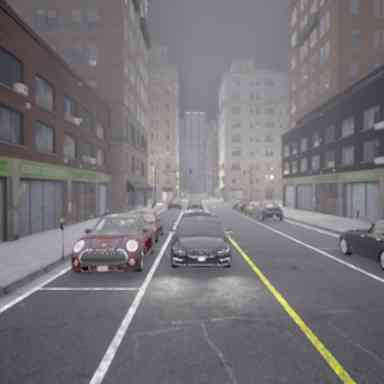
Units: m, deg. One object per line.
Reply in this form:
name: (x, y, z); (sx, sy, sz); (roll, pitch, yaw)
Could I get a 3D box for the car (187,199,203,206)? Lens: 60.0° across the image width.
car: (0.392, 1.606, 43.230); (1.994, 1.385, 4.181); (0, 0, 0)

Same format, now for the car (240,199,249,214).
car: (6.253, 1.561, 33.081); (1.752, 1.417, 4.829); (-1, 0, 0)

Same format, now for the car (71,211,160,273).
car: (-2.311, 1.454, 10.575); (1.967, 1.590, 4.097); (-1, 0, 0)

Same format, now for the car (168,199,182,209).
car: (-2.280, 1.587, 44.089); (1.887, 1.381, 4.507); (-1, 0, 0)

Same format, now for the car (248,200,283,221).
car: (6.246, 1.582, 27.325); (2.008, 1.369, 4.403); (-1, 0, 0)

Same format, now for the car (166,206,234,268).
car: (0.267, 1.514, 11.532); (1.837, 1.490, 4.892); (0, 2, 0)

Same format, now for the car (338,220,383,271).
car: (6.228, 1.565, 10.568); (2.008, 1.369, 4.403); (-1, 0, 0)

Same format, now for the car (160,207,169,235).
car: (-2.305, 1.602, 16.161); (1.802, 1.307, 4.206); (-1, 0, 0)

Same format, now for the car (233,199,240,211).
car: (6.259, 1.605, 38.497); (1.947, 1.339, 4.313); (-1, 0, 0)
